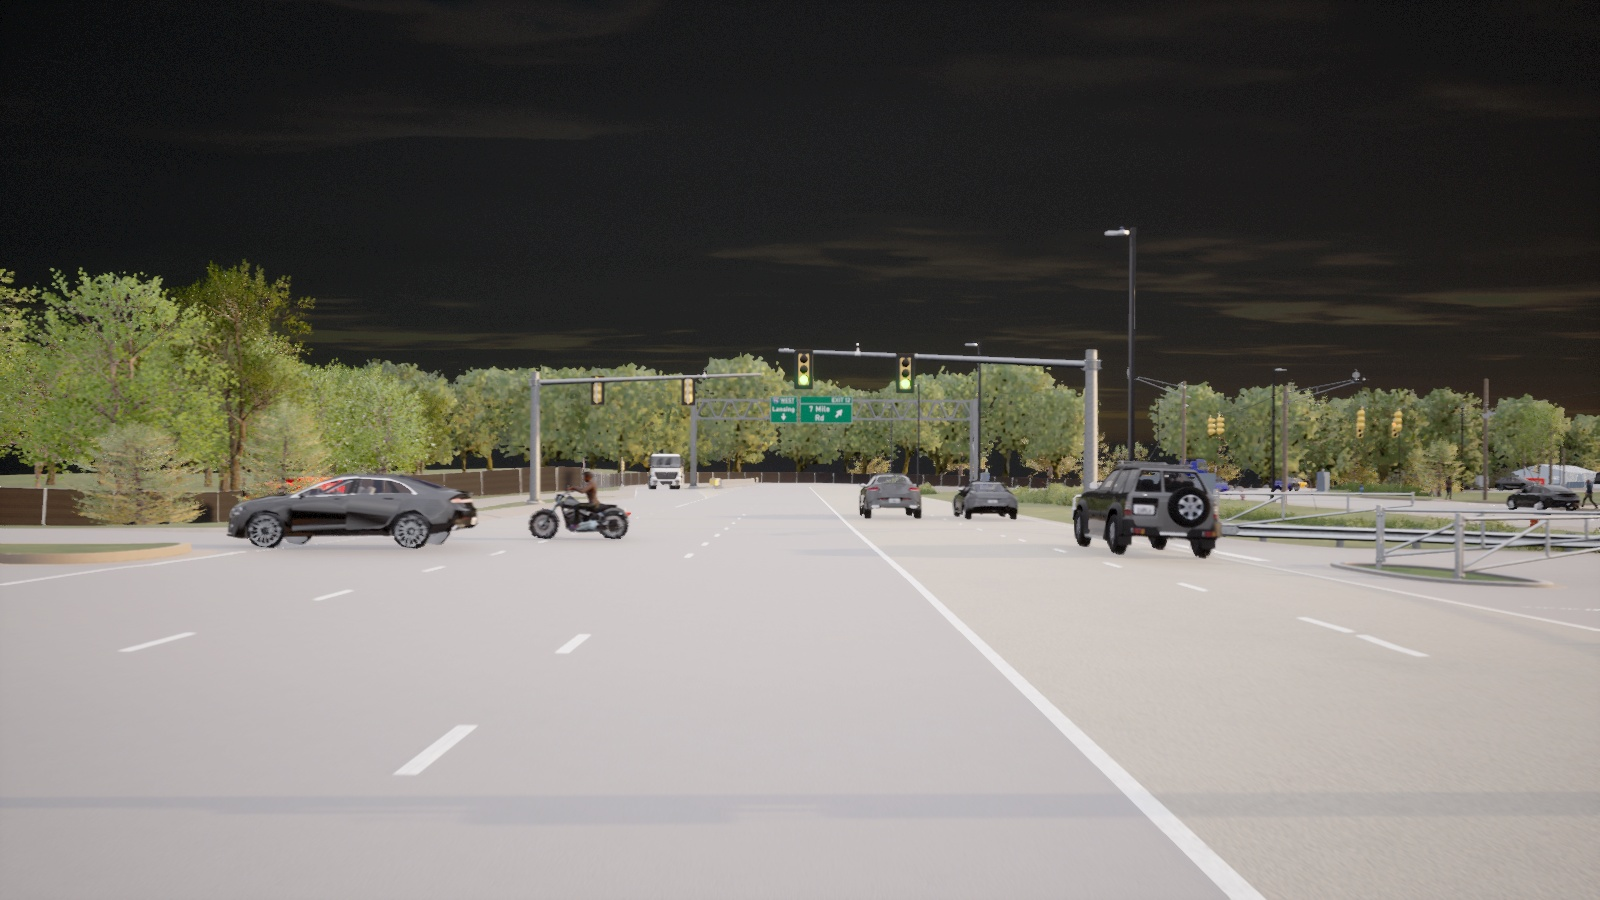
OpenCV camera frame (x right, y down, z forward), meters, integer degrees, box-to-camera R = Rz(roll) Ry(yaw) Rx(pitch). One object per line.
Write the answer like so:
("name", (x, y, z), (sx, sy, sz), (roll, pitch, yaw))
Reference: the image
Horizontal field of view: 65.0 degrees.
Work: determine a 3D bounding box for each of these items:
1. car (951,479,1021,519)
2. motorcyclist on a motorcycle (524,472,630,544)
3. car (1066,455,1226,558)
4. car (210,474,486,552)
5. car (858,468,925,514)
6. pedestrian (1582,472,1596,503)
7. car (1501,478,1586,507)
("car", (6.888, 1.789, 46.902), (1.994, 1.385, 4.181), (0, -1, 0))
("motorcyclist on a motorcycle", (-5.187, 1.342, 29.303), (2.350, 1.649, 0.766), (0, -1, -1))
("car", (6.958, 1.117, 25.779), (1.932, 1.855, 4.605), (2, -1, 0))
("car", (-9.142, 1.270, 25.752), (4.902, 1.511, 2.128), (0, -1, -1))
("car", (3.386, 1.530, 47.560), (2.152, 1.651, 5.027), (0, -1, 0))
("pedestrian", (47.662, 2.258, 75.867), (0.726, 1.842, 0.402), (0, 0, 31))
("car", (41.552, 2.376, 70.312), (1.837, 1.490, 4.892), (0, -1, 0))
